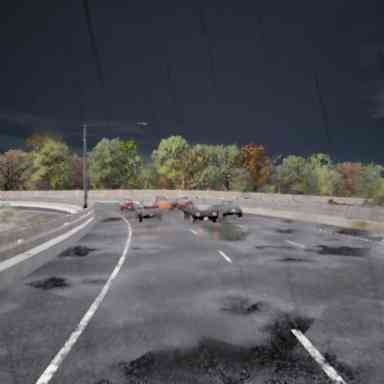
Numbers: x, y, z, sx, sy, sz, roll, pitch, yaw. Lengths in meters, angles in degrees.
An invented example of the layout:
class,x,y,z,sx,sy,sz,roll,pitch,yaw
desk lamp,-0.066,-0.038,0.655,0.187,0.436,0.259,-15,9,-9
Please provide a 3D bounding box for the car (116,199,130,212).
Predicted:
class,x,y,z,sx,sy,sz,roll,pitch,yaw
car,-7.979,1.587,39.982,1.812,1.442,4.674,-1,0,-22

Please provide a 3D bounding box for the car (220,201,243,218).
class,x,y,z,sx,sy,sz,roll,pitch,yaw
car,2.906,1.511,29.846,1.994,1.385,4.181,-1,0,-17

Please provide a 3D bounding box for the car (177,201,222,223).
class,x,y,z,sx,sy,sz,roll,pitch,yaw
car,0.476,1.578,25.281,1.895,1.301,4.718,-1,0,-13

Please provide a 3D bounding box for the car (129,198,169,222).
class,x,y,z,sx,sy,sz,roll,pitch,yaw
car,-3.606,1.514,26.977,2.128,1.511,4.902,-1,0,-15

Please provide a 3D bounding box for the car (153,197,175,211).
class,x,y,z,sx,sy,sz,roll,pitch,yaw
car,-4.081,1.369,39.657,2.097,1.767,4.553,-1,0,-22

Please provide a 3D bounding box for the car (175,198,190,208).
class,x,y,z,sx,sy,sz,roll,pitch,yaw
car,-1.268,1.511,42.058,1.812,1.442,4.674,-1,0,-22
